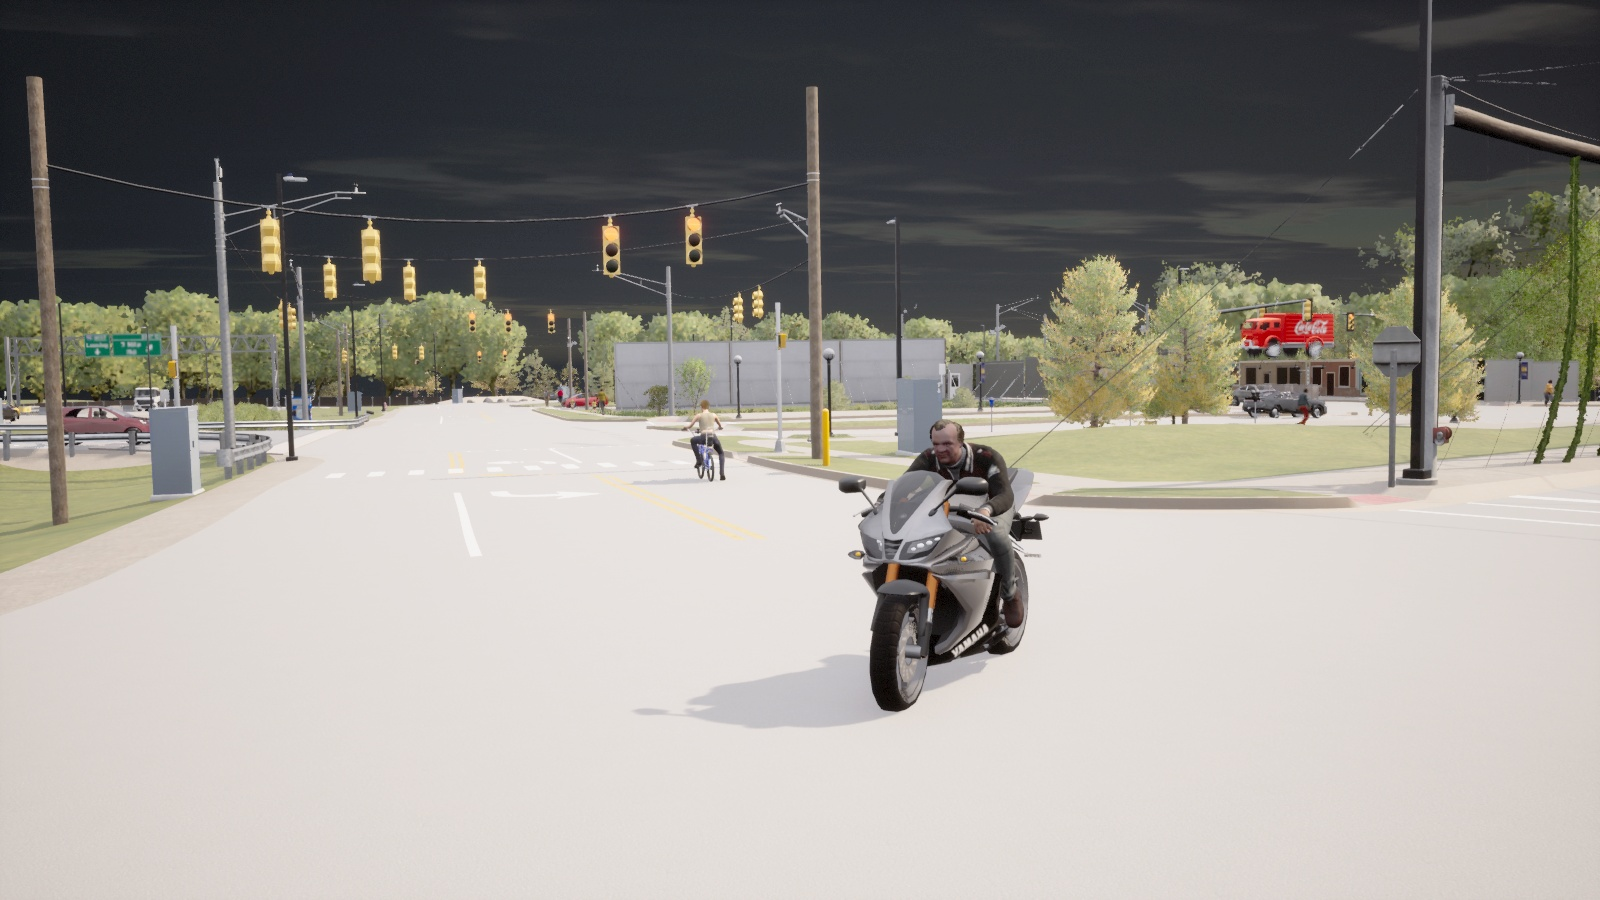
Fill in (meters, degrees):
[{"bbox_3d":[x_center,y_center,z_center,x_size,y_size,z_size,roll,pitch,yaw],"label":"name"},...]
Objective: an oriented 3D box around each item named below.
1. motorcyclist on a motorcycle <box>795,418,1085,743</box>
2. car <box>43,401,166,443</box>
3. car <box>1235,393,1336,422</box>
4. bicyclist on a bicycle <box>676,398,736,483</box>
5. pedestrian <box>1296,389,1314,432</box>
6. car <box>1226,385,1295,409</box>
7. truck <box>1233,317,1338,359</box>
[{"bbox_3d":[0.895,0.607,7.232,0.866,1.530,2.191,0,3,29],"label":"motorcyclist on a motorcycle"},{"bbox_3d":[-26.075,-1.087,47.185,3.633,1.501,1.845,-1,3,-11],"label":"car"},{"bbox_3d":[26.546,-2.332,68.679,4.902,1.511,2.128,-1,3,-20],"label":"car"},{"bbox_3d":[-1.886,-0.210,24.951,0.866,1.612,1.509,-2,3,-16],"label":"bicyclist on a bicycle"},{"bbox_3d":[22.389,-1.752,55.654,0.614,1.847,0.353,-2,4,-17],"label":"pedestrian"},{"bbox_3d":[33.330,-3.853,91.029,2.152,1.651,5.027,-2,4,-15],"label":"car"},{"bbox_3d":[29.021,-6.728,75.112,5.204,2.467,2.627,-2,6,-15],"label":"truck"}]
